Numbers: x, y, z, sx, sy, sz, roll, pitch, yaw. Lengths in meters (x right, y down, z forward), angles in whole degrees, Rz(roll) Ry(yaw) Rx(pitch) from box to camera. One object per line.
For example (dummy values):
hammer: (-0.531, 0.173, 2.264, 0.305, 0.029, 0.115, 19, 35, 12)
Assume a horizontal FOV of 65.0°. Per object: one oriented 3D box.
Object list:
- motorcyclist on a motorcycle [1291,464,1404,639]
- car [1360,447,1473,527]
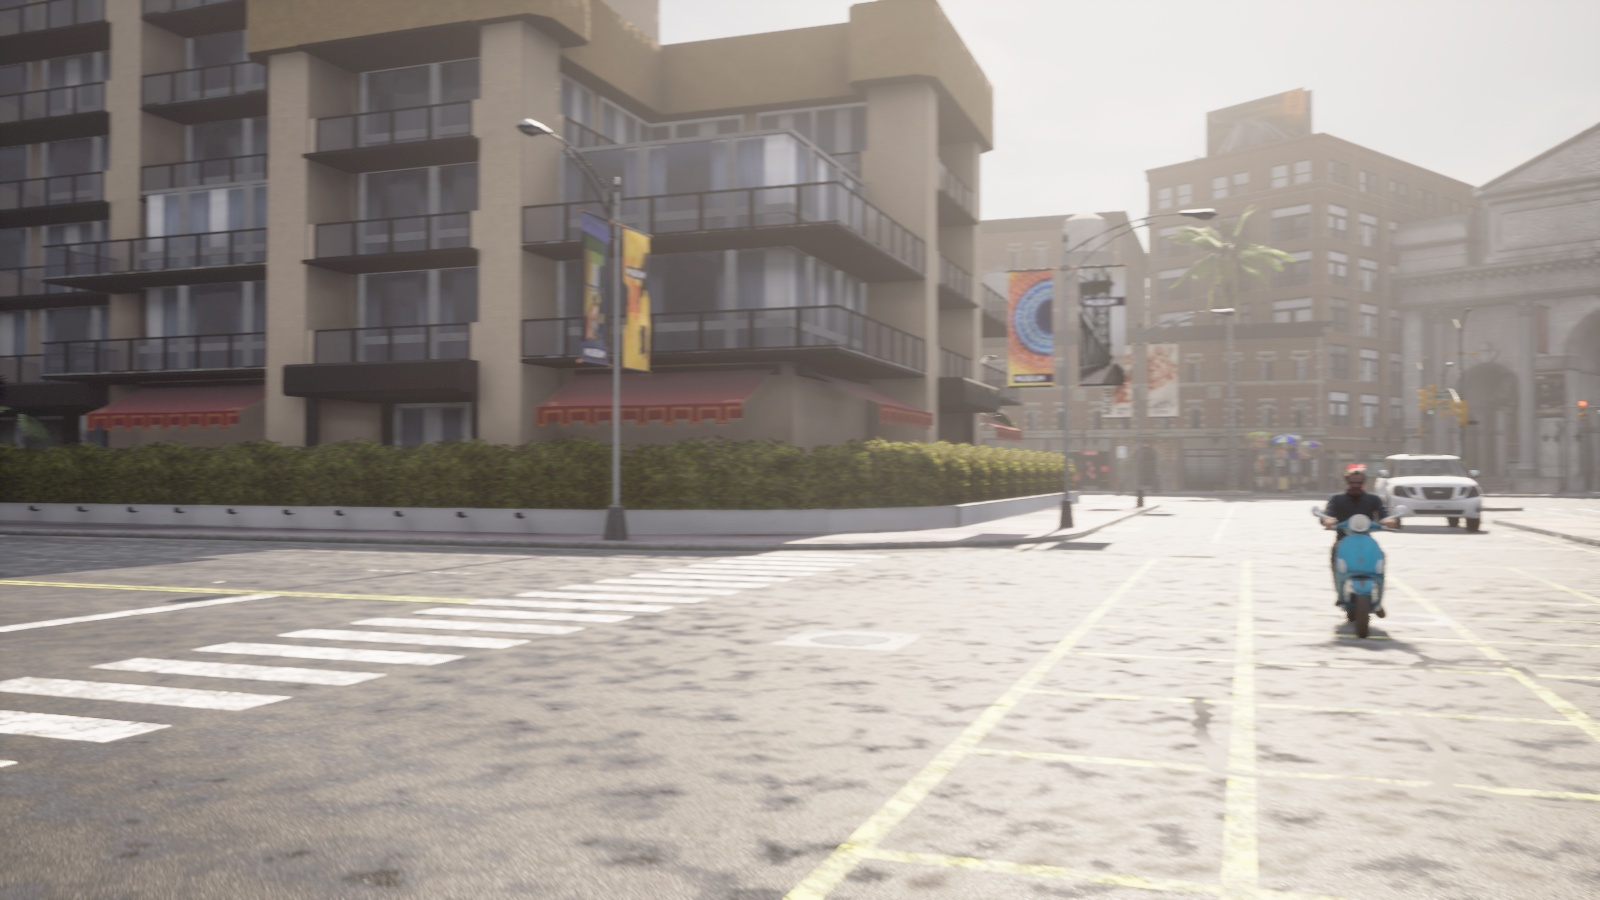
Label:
motorcyclist on a motorcycle: (5.367, 0.936, 12.415, 0.866, 1.590, 1.817, -1, -1, 19)
car: (16.945, 0.988, 34.780, 2.150, 2.045, 5.566, -1, -1, 19)
